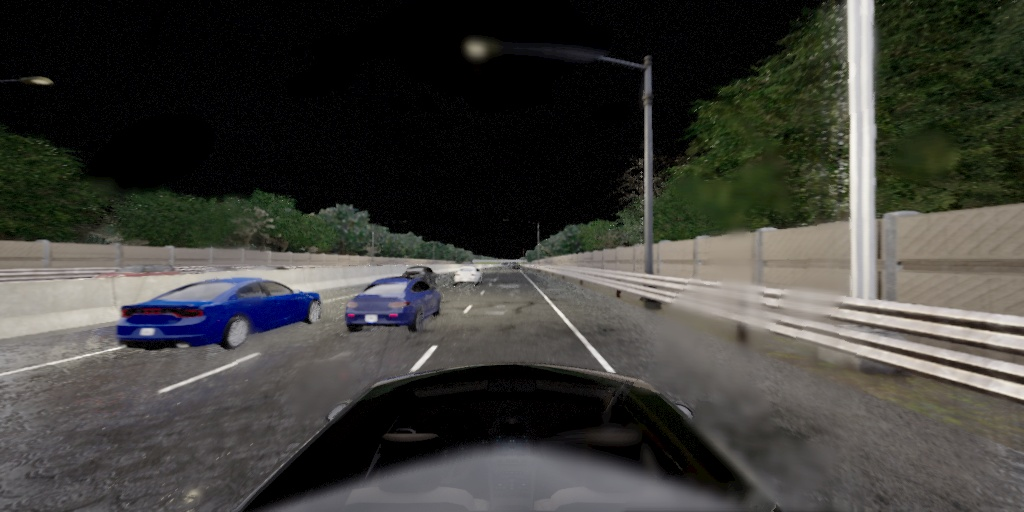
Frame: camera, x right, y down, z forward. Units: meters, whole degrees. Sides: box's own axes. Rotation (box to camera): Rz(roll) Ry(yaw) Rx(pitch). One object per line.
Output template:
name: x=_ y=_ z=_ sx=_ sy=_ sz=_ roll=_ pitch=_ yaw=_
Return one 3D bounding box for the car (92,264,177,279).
car: x=-24.584 y=1.322 z=23.661 sx=2.097 sy=1.767 sz=4.553 roll=0 pitch=-1 yaw=0

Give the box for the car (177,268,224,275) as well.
car: x=-21.082 y=1.566 z=25.919 sx=1.994 sy=1.385 sz=4.181 roll=0 pitch=-1 yaw=0

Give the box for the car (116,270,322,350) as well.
car: x=-6.900 y=1.292 z=9.264 sx=1.882 sy=1.535 sz=5.008 roll=0 pitch=0 yaw=0

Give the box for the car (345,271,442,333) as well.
car: x=-3.398 y=1.355 z=10.972 sx=1.812 sy=1.442 sz=4.674 roll=0 pitch=0 yaw=0

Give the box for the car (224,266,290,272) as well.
car: x=-17.585 y=1.477 z=25.811 sx=1.882 sy=1.535 sz=5.008 roll=0 pitch=-1 yaw=0

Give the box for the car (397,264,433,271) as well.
car: x=-6.893 y=1.524 z=27.155 sx=1.837 sy=1.490 sz=4.892 roll=0 pitch=0 yaw=0

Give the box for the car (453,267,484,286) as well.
car: x=-3.392 y=1.560 z=28.314 sx=1.812 sy=1.442 sz=4.674 roll=0 pitch=-1 yaw=0
